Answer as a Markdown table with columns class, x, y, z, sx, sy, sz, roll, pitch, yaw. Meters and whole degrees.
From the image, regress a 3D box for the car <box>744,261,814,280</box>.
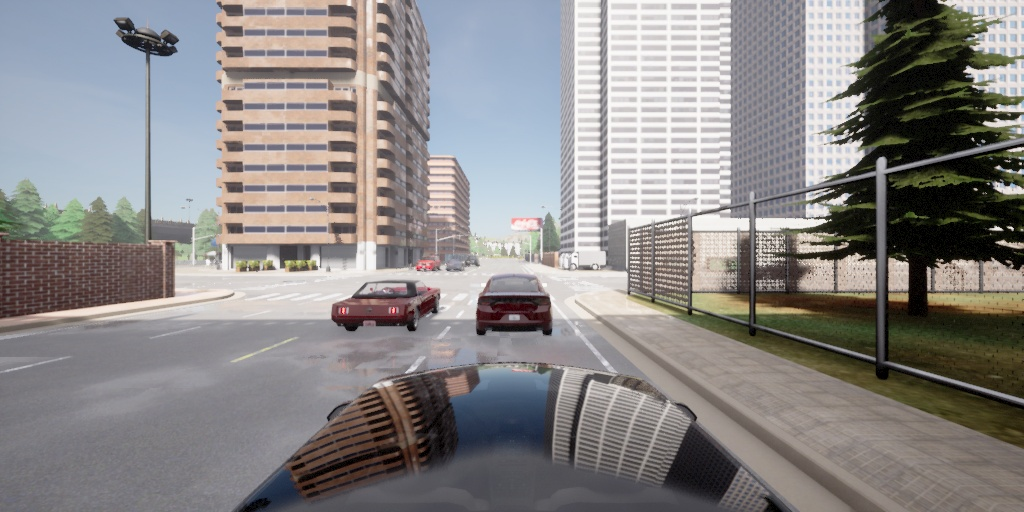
| class | x | y | z | sx | sy | sz | roll | pitch | yaw |
| --- | --- | --- | --- | --- | --- | --- | --- | --- | --- |
| car | 21.717 | 1.169 | 29.266 | 5.008 | 1.535 | 1.882 | 0 | 0 | 0 |

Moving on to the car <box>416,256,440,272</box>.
| class | x | y | z | sx | sy | sz | roll | pitch | yaw |
| --- | --- | --- | --- | --- | --- | --- | --- | --- | --- |
| car | -10.686 | 0.964 | 46.122 | 2.150 | 2.045 | 5.566 | 0 | 0 | 0 |

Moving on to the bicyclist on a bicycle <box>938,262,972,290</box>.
| class | x | y | z | sx | sy | sz | roll | pitch | yaw |
| --- | --- | --- | --- | --- | --- | --- | --- | --- | --- |
| bicyclist on a bicycle | 22.384 | 0.993 | 18.286 | 0.582 | 1.620 | 1.656 | 0 | 0 | 0 |

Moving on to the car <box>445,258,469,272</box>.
| class | x | y | z | sx | sy | sz | roll | pitch | yaw |
| --- | --- | --- | --- | --- | --- | --- | --- | --- | --- |
| car | -7.190 | 1.292 | 45.792 | 2.033 | 1.411 | 5.357 | 0 | 0 | 0 |

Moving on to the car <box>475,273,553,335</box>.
| class | x | y | z | sx | sy | sz | roll | pitch | yaw |
| --- | --- | --- | --- | --- | --- | --- | --- | --- | --- |
| car | 0.059 | 1.227 | 10.501 | 1.882 | 1.535 | 5.008 | 0 | 0 | 0 |

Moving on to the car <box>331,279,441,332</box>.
| class | x | y | z | sx | sy | sz | roll | pitch | yaw |
| --- | --- | --- | --- | --- | --- | --- | --- | --- | --- |
| car | -3.455 | 1.350 | 10.896 | 1.895 | 1.301 | 4.718 | 0 | 0 | 0 |
